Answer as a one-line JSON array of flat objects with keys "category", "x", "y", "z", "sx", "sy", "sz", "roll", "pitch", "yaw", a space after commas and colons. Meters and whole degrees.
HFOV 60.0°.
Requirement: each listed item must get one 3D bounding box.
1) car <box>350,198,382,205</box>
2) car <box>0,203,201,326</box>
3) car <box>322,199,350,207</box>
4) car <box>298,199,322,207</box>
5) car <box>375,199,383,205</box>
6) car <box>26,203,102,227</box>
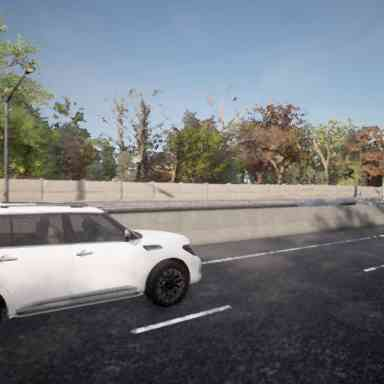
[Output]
[{"category": "car", "x": 22.162, "y": 1.480, "z": 41.270, "sx": 4.553, "sy": 1.767, "sz": 2.097, "roll": 0, "pitch": 0, "yaw": -35}, {"category": "car", "x": -2.463, "y": 1.226, "z": 6.288, "sx": 5.566, "sy": 2.045, "sz": 2.150, "roll": 0, "pitch": 0, "yaw": -35}, {"category": "car", "x": 19.879, "y": 1.606, "z": 43.943, "sx": 5.008, "sy": 1.535, "sz": 1.882, "roll": 0, "pitch": 0, "yaw": -35}, {"category": "car", "x": 17.105, "y": 1.672, "z": 46.263, "sx": 5.357, "sy": 1.411, "sz": 2.033, "roll": 0, "pitch": 0, "yaw": -35}, {"category": "car", "x": 23.237, "y": 1.726, "z": 37.749, "sx": 4.718, "sy": 1.301, "sz": 1.895, "roll": 0, "pitch": 0, "yaw": -35}, {"category": "car", "x": -8.928, "y": 1.542, "z": 23.420, "sx": 4.674, "sy": 1.442, "sz": 1.812, "roll": 0, "pitch": 0, "yaw": -35}]
